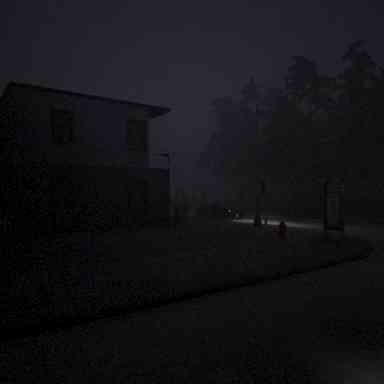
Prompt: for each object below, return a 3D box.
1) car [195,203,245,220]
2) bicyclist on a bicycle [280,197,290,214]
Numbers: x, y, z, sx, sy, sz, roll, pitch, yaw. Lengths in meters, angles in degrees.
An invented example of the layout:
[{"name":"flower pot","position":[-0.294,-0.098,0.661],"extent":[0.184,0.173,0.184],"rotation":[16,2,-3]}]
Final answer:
[{"name":"car","position":[2.363,1.600,28.603],"extent":[1.895,1.301,4.718],"rotation":[0,0,-36]},{"name":"bicyclist on a bicycle","position":[9.320,1.348,33.312],"extent":[1.656,1.620,0.582],"rotation":[0,0,-36]}]
